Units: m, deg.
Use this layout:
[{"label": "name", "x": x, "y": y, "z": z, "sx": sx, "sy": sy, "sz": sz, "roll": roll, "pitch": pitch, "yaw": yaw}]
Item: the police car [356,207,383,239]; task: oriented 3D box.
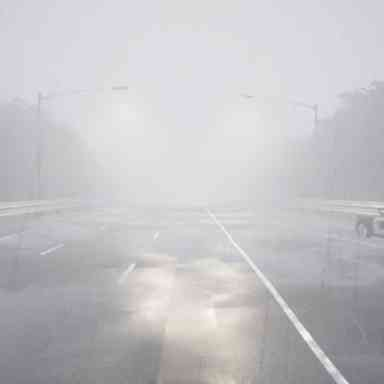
[{"label": "police car", "x": 8.647, "y": 1.229, "z": 13.251, "sx": 1.930, "sy": 1.638, "sz": 5.238, "roll": 0, "pitch": 0, "yaw": -10}]
